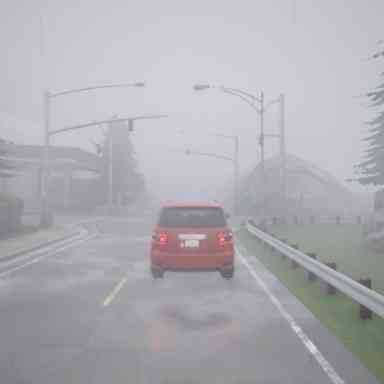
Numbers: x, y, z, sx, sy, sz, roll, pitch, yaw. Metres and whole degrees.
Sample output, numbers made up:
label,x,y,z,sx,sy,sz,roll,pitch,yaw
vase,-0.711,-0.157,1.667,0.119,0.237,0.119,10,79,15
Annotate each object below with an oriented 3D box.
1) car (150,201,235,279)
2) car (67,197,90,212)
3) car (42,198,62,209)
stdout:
label,x,y,z,sx,sy,sz,roll,pitch,yaw
car,0.032,1.277,10.389,2.150,2.045,5.566,0,0,1
car,-14.567,1.528,42.927,1.905,1.878,3.866,0,0,-1
car,-20.277,1.716,47.199,2.242,1.667,4.611,0,0,-1
